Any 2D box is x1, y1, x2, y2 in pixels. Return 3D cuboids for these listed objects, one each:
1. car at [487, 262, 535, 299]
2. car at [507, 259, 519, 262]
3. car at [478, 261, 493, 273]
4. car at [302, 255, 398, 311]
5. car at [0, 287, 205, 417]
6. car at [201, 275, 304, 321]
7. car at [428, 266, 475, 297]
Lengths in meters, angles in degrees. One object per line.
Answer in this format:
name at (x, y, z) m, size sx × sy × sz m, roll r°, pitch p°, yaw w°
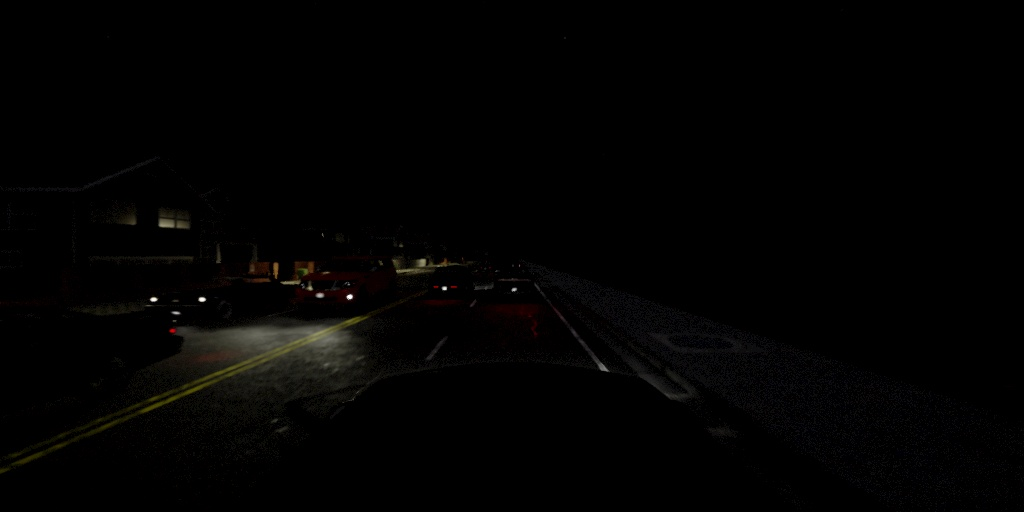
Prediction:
car at (0.099, 1.254, 17.961) m, size 2.128 × 1.511 × 4.902 m, roll 0°, pitch 0°, yaw 0°
car at (0.098, 1.131, 42.178) m, size 2.097 × 1.767 × 4.553 m, roll 0°, pitch 0°, yaw 0°
car at (-3.152, 1.307, 44.812) m, size 1.812 × 1.442 × 4.674 m, roll 0°, pitch 0°, yaw 0°
car at (-6.501, 0.982, 14.904) m, size 2.150 × 2.045 × 5.566 m, roll 0°, pitch 0°, yaw 0°
car at (-6.587, 1.300, 3.757) m, size 2.033 × 1.411 × 5.357 m, roll 0°, pitch 0°, yaw 0°
car at (-9.810, 1.359, 12.692) m, size 1.895 × 1.301 × 4.718 m, roll 0°, pitch 0°, yaw 1°
car at (-3.151, 1.267, 19.197) m, size 1.837 × 1.490 × 4.892 m, roll 0°, pitch 0°, yaw 0°
